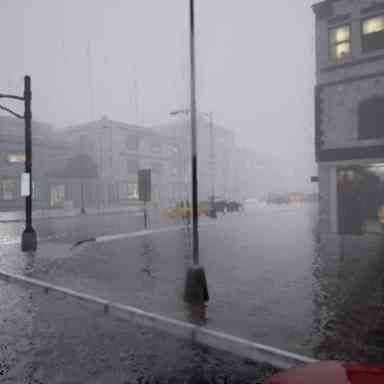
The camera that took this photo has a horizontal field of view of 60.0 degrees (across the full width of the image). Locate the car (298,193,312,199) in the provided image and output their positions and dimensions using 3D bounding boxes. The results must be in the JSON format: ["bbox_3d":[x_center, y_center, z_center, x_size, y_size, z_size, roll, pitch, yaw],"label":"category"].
[{"bbox_3d":[25.450,0.949,74.676,1.802,1.307,4.206,-1,0,36],"label":"car"}]

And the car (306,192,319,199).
[{"bbox_3d":[28.705,0.756,79.149,1.967,1.590,4.097,-1,0,36],"label":"car"}]

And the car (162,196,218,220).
[{"bbox_3d":[-0.241,1.252,25.148,1.752,1.417,4.829,-1,0,36],"label":"car"}]

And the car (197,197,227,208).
[{"bbox_3d":[2.657,1.308,43.364,1.802,1.307,4.206,-1,0,36],"label":"car"}]

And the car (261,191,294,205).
[{"bbox_3d":[11.976,1.038,46.429,2.128,1.511,4.902,-1,0,37],"label":"car"}]

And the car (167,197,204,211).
[{"bbox_3d":[-0.700,1.305,38.753,1.752,1.417,4.829,-1,0,36],"label":"car"}]

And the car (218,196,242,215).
[{"bbox_3d":[2.916,1.227,29.484,2.008,1.369,4.403,-1,0,36],"label":"car"}]

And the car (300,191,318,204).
[{"bbox_3d":[18.244,0.933,49.781,1.837,1.490,4.892,-1,0,36],"label":"car"}]

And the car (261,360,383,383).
[{"bbox_3d":[2.222,1.581,1.456,4.206,1.307,1.802,0,-1,36],"label":"car"}]

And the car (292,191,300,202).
[{"bbox_3d":[17.318,0.813,53.857,2.097,1.767,4.553,-1,0,36],"label":"car"}]

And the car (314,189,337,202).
[{"bbox_3d":[22.345,0.585,55.488,2.150,2.045,5.566,-1,0,36],"label":"car"}]

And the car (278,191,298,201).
[{"bbox_3d":[18.934,0.783,65.730,2.192,1.841,5.009,-1,0,36],"label":"car"}]

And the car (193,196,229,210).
[{"bbox_3d":[2.295,1.222,38.470,1.837,1.490,4.892,-1,0,36],"label":"car"}]
